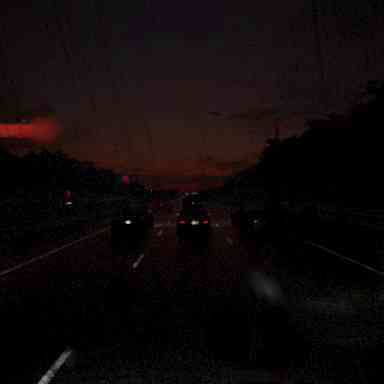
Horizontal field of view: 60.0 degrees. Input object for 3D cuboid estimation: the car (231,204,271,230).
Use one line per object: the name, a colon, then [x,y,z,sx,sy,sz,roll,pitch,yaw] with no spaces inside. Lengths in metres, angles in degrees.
car: [3.598,1.496,21.073,1.882,1.535,5.008,0,0,0]

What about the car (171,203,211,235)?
car: [0.099,1.562,18.836,2.033,1.411,5.357,0,0,0]

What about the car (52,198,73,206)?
car: [-21.044,1.781,54.302,1.837,1.490,4.892,0,0,1]

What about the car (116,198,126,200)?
car: [-14.014,1.900,65.379,2.128,1.511,4.902,0,-1,0]

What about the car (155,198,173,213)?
car: [-3.403,1.478,39.572,2.097,1.767,4.553,0,-1,0]

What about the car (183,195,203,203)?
car: [0.097,1.342,39.030,2.150,2.045,5.566,0,-1,0]

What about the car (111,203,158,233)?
car: [-3.401,1.580,19.688,1.994,1.385,4.181,0,0,0]

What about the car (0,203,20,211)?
car: [-14.100,1.518,23.648,2.128,1.511,4.902,0,0,0]

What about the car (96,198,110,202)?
car: [-17.512,1.904,65.293,2.128,1.511,4.902,0,0,0]
